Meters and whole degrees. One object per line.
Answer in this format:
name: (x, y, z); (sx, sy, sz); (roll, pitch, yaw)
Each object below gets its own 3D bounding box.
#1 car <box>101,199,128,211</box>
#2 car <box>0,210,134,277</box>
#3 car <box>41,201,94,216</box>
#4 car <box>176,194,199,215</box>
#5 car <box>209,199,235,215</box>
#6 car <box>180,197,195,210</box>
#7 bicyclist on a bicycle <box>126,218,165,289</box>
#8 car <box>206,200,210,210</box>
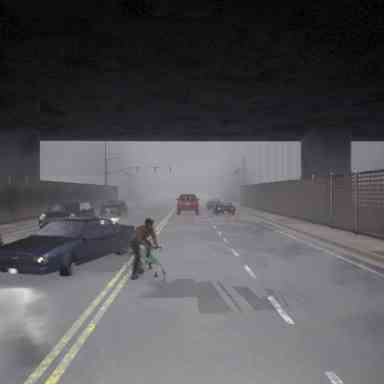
car: (-7.505, 1.492, 32.320); (2.128, 1.511, 4.902); (0, 0, -1)
car: (-3.640, 1.547, 10.694); (2.033, 1.411, 5.357); (0, 0, 16)
car: (-7.329, 1.352, 19.946); (2.097, 1.767, 4.553); (0, 0, 0)
car: (-0.422, 1.221, 34.276); (2.150, 2.045, 5.566); (0, 0, -1)
car: (3.140, 1.601, 33.593); (1.895, 1.301, 4.718); (0, 0, -1)
car: (-0.623, 1.477, 44.985); (1.882, 1.535, 5.008); (0, 0, -1)
bicyclist on a bicycle: (-1.150, 1.446, 8.089); (0.582, 1.620, 1.656); (0, 2, -43)
car: (2.984, 1.564, 43.693); (1.994, 1.385, 4.181); (0, 0, -1)
